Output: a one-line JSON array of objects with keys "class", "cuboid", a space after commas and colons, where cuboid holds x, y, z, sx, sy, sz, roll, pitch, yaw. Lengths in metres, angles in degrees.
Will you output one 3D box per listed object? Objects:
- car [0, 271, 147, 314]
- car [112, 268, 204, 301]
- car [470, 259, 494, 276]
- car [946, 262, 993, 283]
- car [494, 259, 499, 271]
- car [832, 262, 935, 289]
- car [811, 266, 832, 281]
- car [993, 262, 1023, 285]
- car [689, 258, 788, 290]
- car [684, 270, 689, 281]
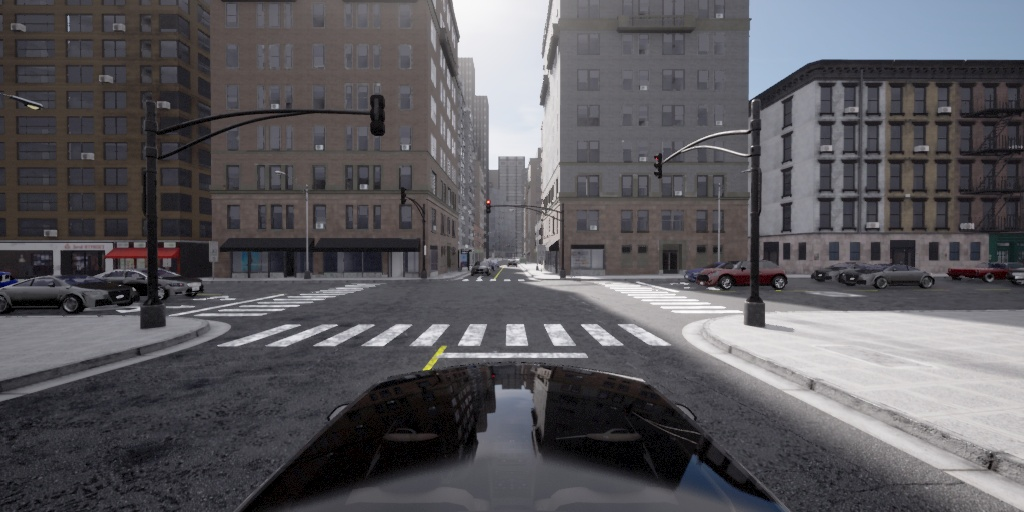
[{"class": "car", "cuboid": [-17.529, 1.442, 14.194, 4.181, 1.385, 1.994, 0, 1, 0]}, {"class": "car", "cuboid": [-17.799, 1.335, 17.453, 4.902, 1.511, 2.128, 0, 1, 1]}, {"class": "car", "cuboid": [-3.124, 1.260, 37.047, 1.837, 1.490, 4.892, 0, 0, 0]}, {"class": "car", "cuboid": [32.837, 1.073, 24.400, 4.718, 1.301, 1.895, 0, 1, 0]}, {"class": "car", "cuboid": [-3.124, 1.363, 47.077, 1.895, 1.301, 4.718, 0, 0, 0]}, {"class": "car", "cuboid": [21.987, 1.148, 21.104, 4.181, 1.385, 1.994, 0, 1, -1]}, {"class": "car", "cuboid": [22.917, 1.106, 24.365, 4.181, 1.385, 1.994, 0, 1, -1]}, {"class": "car", "cuboid": [32.383, 1.002, 21.148, 4.902, 1.511, 2.128, 0, 1, 0]}, {"class": "car", "cuboid": [13.344, 0.994, 21.035, 4.553, 1.767, 2.097, 0, 1, -1]}, {"class": "car", "cuboid": [14.170, 1.127, 24.311, 4.674, 1.442, 1.812, 0, 1, 0]}]
